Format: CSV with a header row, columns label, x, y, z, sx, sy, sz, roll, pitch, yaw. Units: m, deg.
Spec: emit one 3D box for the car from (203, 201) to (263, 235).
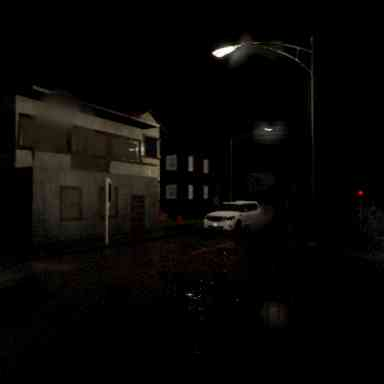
label,x,y,z,sx,sy,sz,roll,pitch,yaw
car,2.908,1.648,22.328,2.150,2.045,5.566,-1,-1,33
